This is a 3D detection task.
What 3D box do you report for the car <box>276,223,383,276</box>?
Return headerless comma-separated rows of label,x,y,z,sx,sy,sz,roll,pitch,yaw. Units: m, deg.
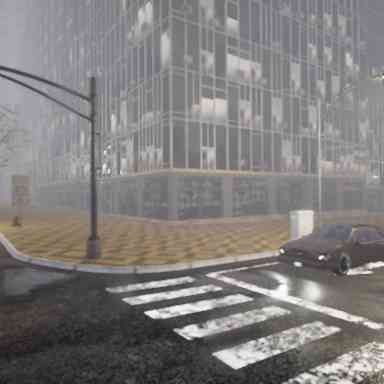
car,5.314,1.793,11.453,5.357,1.411,2.033,1,-1,-35
